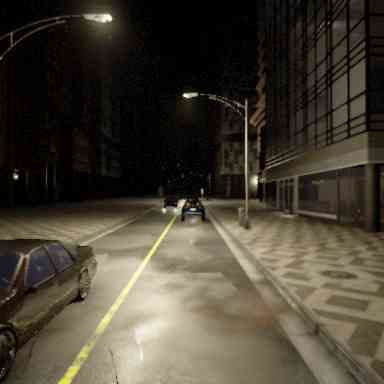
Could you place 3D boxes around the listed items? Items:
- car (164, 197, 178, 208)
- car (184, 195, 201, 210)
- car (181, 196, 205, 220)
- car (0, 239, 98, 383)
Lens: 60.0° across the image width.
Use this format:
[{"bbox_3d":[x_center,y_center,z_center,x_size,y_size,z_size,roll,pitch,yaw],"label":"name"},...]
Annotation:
[{"bbox_3d":[-3.003,1.507,48.193,1.882,1.535,5.008,0,0,0],"label":"car"},{"bbox_3d":[0.096,1.346,44.477,2.097,1.767,4.553,0,0,0],"label":"car"},{"bbox_3d":[0.098,1.431,28.180,2.033,1.649,4.856,0,0,0],"label":"car"},{"bbox_3d":[-3.097,1.549,5.517,2.033,1.411,5.357,0,0,0],"label":"car"}]
